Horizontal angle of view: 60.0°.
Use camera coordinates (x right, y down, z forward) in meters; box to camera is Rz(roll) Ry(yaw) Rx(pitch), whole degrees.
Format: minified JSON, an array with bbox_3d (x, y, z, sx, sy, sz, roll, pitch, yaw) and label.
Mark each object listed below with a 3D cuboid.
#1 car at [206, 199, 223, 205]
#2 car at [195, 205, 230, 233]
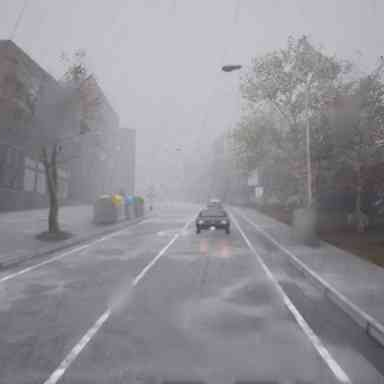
[{"bbox_3d":[2.808,1.646,41.871,1.837,1.490,4.892,0,0,3],"label":"car"},{"bbox_3d":[1.264,1.663,20.070,1.895,1.301,4.718,0,0,4],"label":"car"}]
